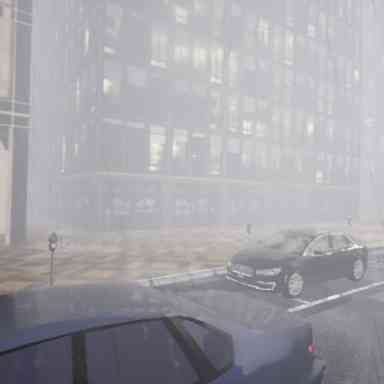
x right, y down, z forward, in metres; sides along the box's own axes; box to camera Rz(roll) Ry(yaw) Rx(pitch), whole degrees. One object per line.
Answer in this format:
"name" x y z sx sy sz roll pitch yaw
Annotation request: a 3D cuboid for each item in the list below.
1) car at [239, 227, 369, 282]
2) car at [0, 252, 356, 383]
"car" 2.849 1.626 8.571 4.403 1.369 2.008 1 0 -35
"car" -1.204 1.551 2.522 5.357 1.411 2.033 1 0 -35
